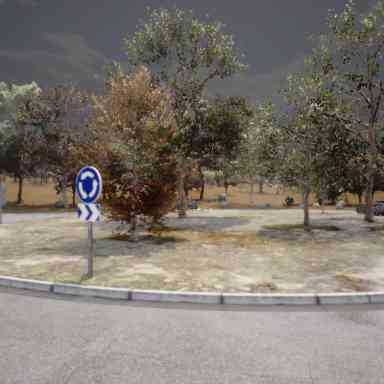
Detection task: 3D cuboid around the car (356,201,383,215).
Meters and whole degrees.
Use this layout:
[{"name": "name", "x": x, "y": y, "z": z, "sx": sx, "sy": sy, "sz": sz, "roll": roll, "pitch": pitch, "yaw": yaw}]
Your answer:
[{"name": "car", "x": 17.582, "y": 1.506, "z": 31.102, "sx": 1.994, "sy": 1.385, "sz": 4.181, "roll": 0, "pitch": 0, "yaw": -27}]

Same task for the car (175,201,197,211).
[{"name": "car", "x": -1.815, "y": 1.595, "z": 39.947, "sx": 4.892, "sy": 1.490, "sz": 1.837, "roll": 0, "pitch": -1, "yaw": -9}]
